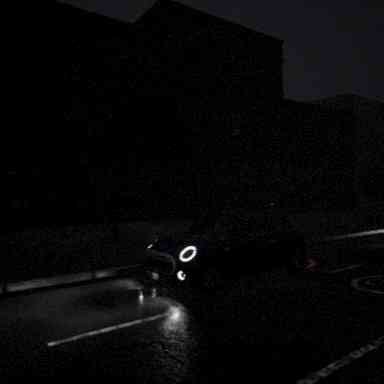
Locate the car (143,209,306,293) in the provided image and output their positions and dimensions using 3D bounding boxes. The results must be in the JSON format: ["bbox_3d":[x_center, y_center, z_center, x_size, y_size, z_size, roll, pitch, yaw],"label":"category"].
[{"bbox_3d":[0.983,1.321,8.932,4.553,1.767,2.097,0,0,-36],"label":"car"}]
